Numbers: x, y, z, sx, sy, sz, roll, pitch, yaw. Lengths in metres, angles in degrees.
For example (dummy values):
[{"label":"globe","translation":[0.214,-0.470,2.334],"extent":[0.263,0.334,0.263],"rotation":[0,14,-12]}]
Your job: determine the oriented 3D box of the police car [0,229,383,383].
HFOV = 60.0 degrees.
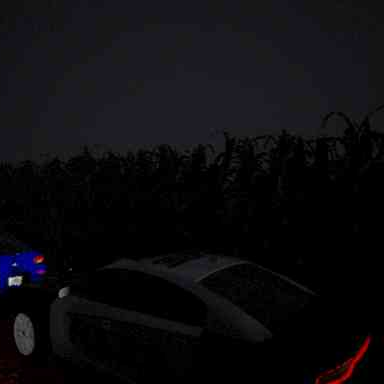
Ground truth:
[{"label":"police car","translation":[-0.513,1.453,4.344],"extent":[5.238,1.638,1.930],"rotation":[0,0,36]}]
